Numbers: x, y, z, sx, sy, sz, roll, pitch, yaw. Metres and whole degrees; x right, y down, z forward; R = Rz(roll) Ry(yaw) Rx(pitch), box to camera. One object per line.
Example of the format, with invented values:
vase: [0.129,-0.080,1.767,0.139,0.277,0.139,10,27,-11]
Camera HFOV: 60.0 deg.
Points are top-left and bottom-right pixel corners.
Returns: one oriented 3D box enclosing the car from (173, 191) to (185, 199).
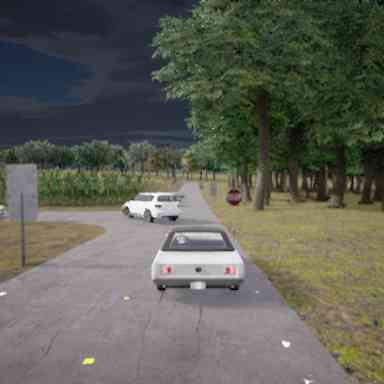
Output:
car: [-2.493,0.581,64.365,1.994,1.385,4.181,0,2,1]

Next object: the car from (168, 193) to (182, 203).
car: [-2.607,0.902,51.496,1.812,1.442,4.674,0,2,0]

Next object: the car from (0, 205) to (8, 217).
car: [-16.560,1.253,25.190,4.674,1.442,1.812,0,2,-6]

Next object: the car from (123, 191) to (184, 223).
car: [-3.073,1.049,24.543,2.150,2.045,5.566,0,2,-37]

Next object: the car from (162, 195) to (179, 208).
car: [-2.651,1.115,42.144,1.812,1.442,4.674,0,1,0]

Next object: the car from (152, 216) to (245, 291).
car: [0.139,1.557,8.819,1.895,1.301,4.718,0,0,0]
